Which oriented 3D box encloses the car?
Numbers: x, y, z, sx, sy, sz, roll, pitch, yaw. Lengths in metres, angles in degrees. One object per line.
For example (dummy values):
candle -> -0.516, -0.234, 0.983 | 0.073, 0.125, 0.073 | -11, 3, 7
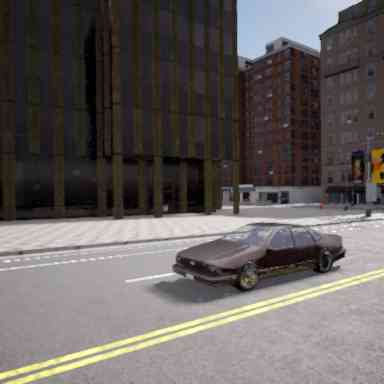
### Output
car -> 2.122, 1.566, 9.190 | 5.357, 1.411, 2.033 | 0, 0, -36
